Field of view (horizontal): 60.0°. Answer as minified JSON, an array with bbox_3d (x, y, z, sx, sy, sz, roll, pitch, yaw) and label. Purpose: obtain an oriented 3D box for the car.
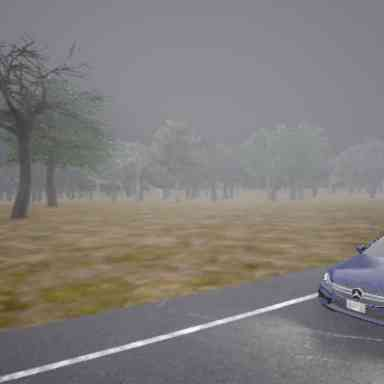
[{"bbox_3d":[4.439,1.502,6.473,4.674,1.442,1.812,0,1,-35],"label":"car"}]
